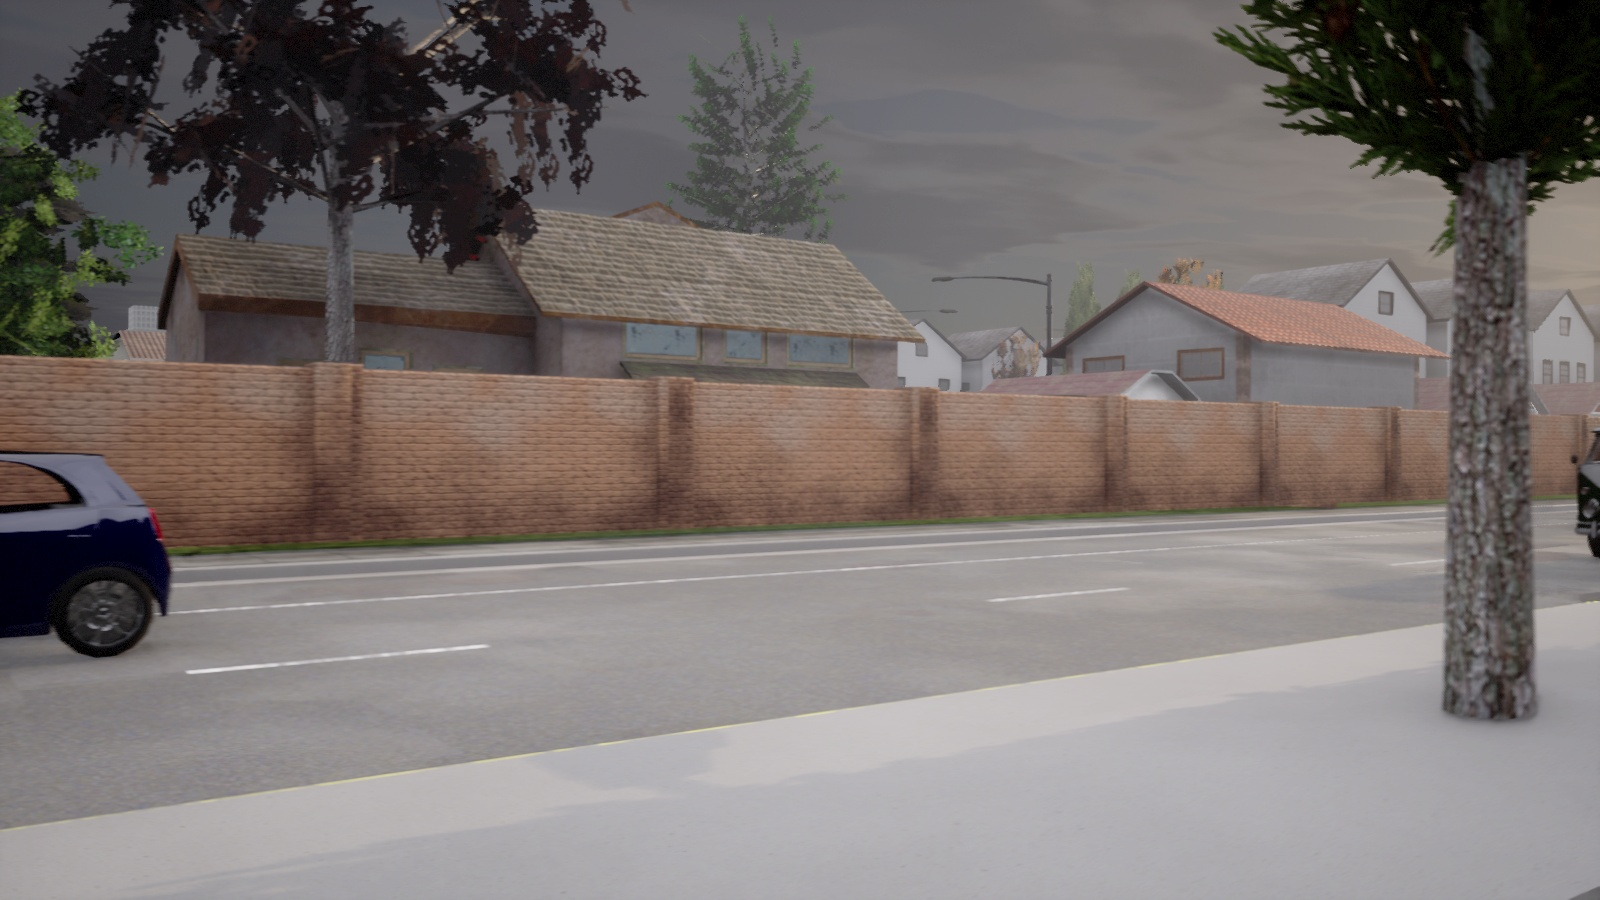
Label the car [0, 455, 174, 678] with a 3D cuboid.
[{"bbox_3d":[-6.565,0.794,8.836,3.633,1.501,1.845,0,0,-35],"label":"car"}]

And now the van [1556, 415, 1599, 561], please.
[{"bbox_3d":[12.926,0.515,18.139,4.442,1.987,1.775,0,0,-35],"label":"van"}]
